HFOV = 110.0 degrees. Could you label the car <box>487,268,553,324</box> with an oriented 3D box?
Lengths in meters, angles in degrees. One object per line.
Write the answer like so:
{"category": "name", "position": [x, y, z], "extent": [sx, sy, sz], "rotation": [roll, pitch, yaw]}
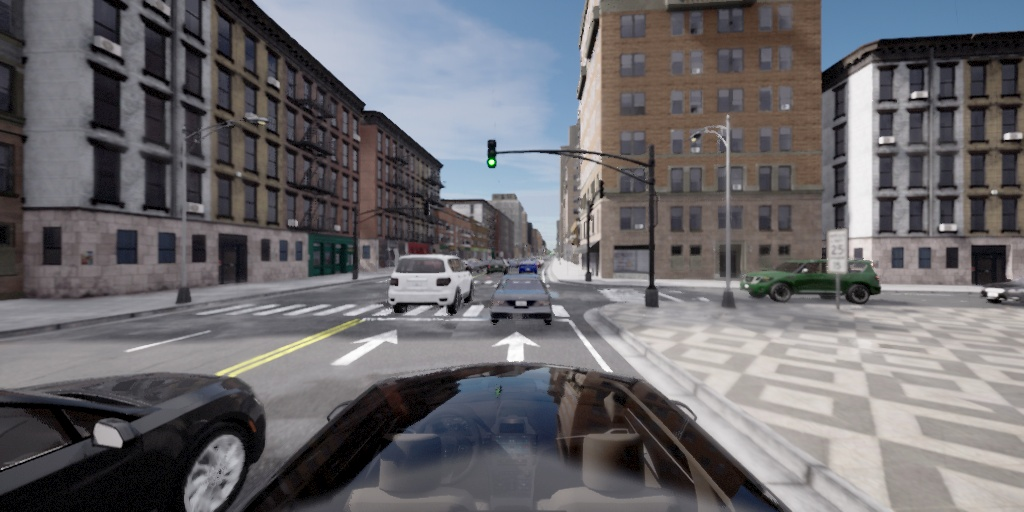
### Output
{"category": "car", "position": [0.313, 1.296, 11.979], "extent": [2.033, 1.411, 5.357], "rotation": [0, 0, 2]}

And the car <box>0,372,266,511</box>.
{"category": "car", "position": [-3.125, 1.253, 1.229], "extent": [1.837, 1.490, 4.892], "rotation": [0, 0, 0]}

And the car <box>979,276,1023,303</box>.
{"category": "car", "position": [24.712, 1.546, 16.347], "extent": [4.902, 1.511, 2.128], "rotation": [1, 0, 6]}

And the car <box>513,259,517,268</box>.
{"category": "car", "position": [0.051, 1.223, 55.022], "extent": [2.033, 1.411, 5.357], "rotation": [0, 0, 7]}

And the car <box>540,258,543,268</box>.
{"category": "car", "position": [3.466, 1.237, 56.230], "extent": [1.994, 1.385, 4.181], "rotation": [0, 0, 7]}

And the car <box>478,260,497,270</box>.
{"category": "car", "position": [-3.527, 1.244, 52.612], "extent": [1.994, 1.385, 4.181], "rotation": [0, 0, 6]}

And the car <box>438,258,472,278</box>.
{"category": "car", "position": [-5.274, 1.076, 33.844], "extent": [2.097, 1.767, 4.553], "rotation": [0, 0, 4]}

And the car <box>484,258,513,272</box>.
{"category": "car", "position": [-1.419, 1.069, 38.936], "extent": [2.097, 1.767, 4.553], "rotation": [0, 0, 4]}

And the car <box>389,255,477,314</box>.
{"category": "car", "position": [-2.878, 0.969, 13.834], "extent": [2.150, 2.045, 5.566], "rotation": [0, 0, 2]}

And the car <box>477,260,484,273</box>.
{"category": "car", "position": [-4.547, 1.197, 42.700], "extent": [2.128, 1.511, 4.902], "rotation": [0, 0, 5]}

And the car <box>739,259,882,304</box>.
{"category": "car", "position": [14.373, 1.166, 17.481], "extent": [5.566, 2.045, 2.150], "rotation": [1, 0, 6]}

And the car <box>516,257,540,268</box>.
{"category": "car", "position": [1.844, 1.193, 39.152], "extent": [1.882, 1.535, 5.008], "rotation": [0, 0, 5]}
